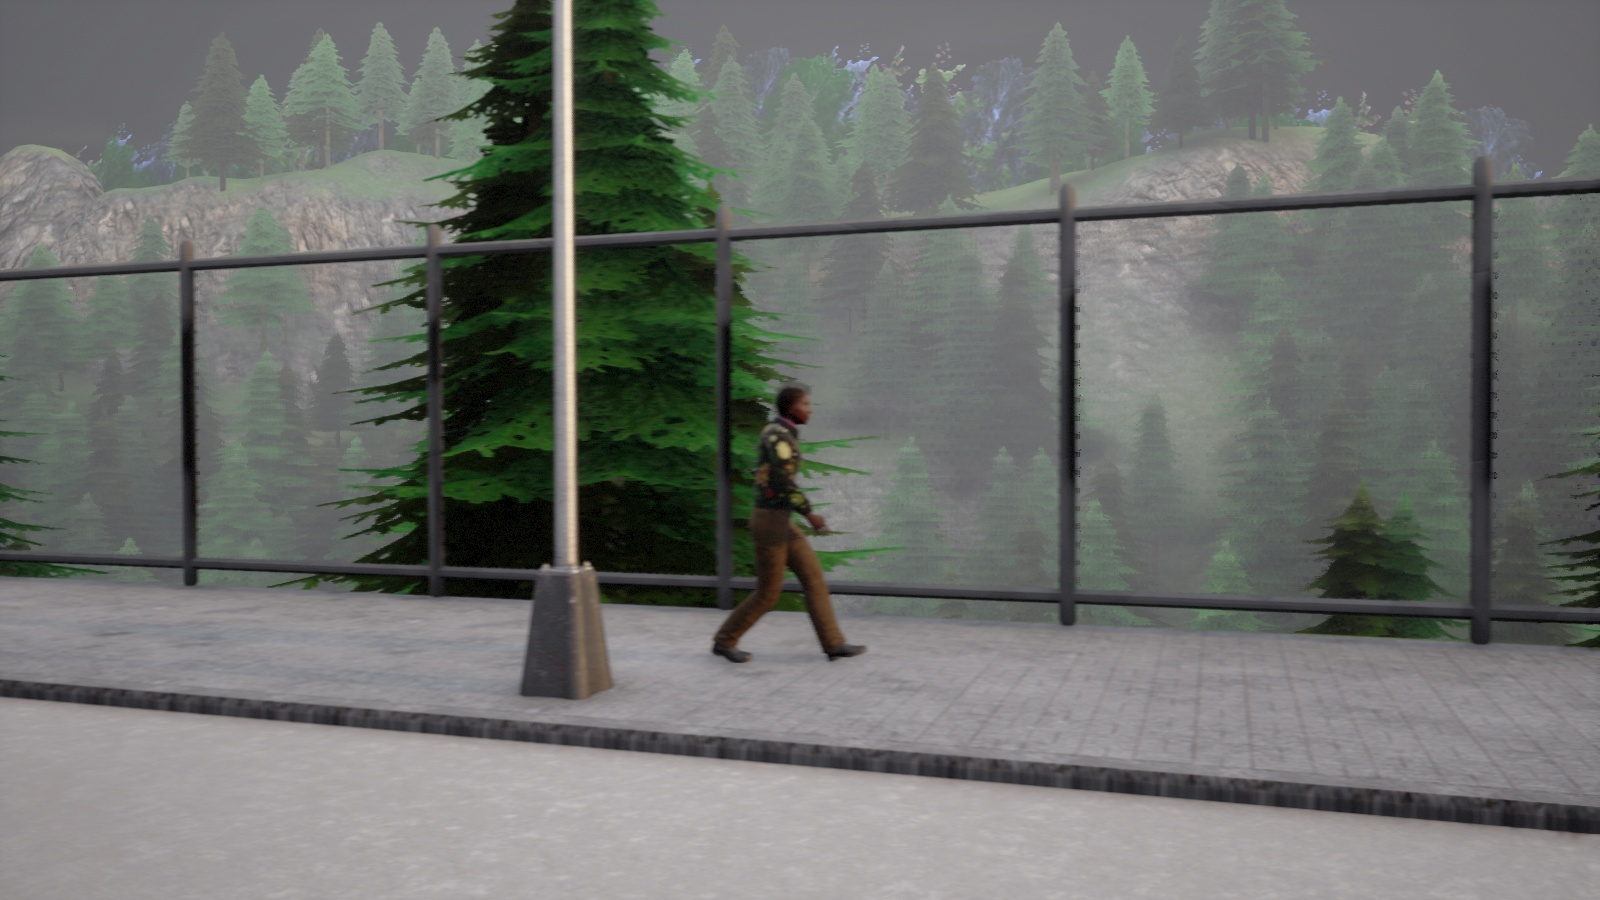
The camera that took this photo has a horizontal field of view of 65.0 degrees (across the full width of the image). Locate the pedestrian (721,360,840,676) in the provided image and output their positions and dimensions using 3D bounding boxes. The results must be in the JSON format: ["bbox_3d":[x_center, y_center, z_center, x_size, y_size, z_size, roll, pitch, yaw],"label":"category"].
[{"bbox_3d":[-0.114,0.410,7.896,0.692,1.930,0.395,0,1,7],"label":"pedestrian"}]
